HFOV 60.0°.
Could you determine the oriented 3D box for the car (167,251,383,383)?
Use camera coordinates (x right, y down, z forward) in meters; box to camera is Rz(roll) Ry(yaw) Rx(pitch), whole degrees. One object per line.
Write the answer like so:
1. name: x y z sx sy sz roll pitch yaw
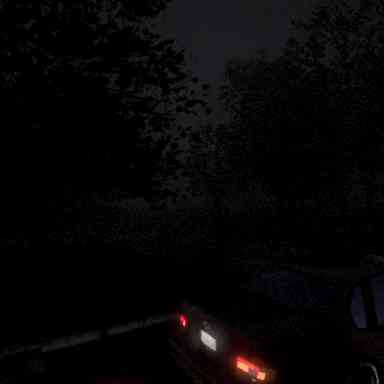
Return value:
1. car: 2.365 1.576 4.600 5.357 1.411 2.033 1 0 -29
